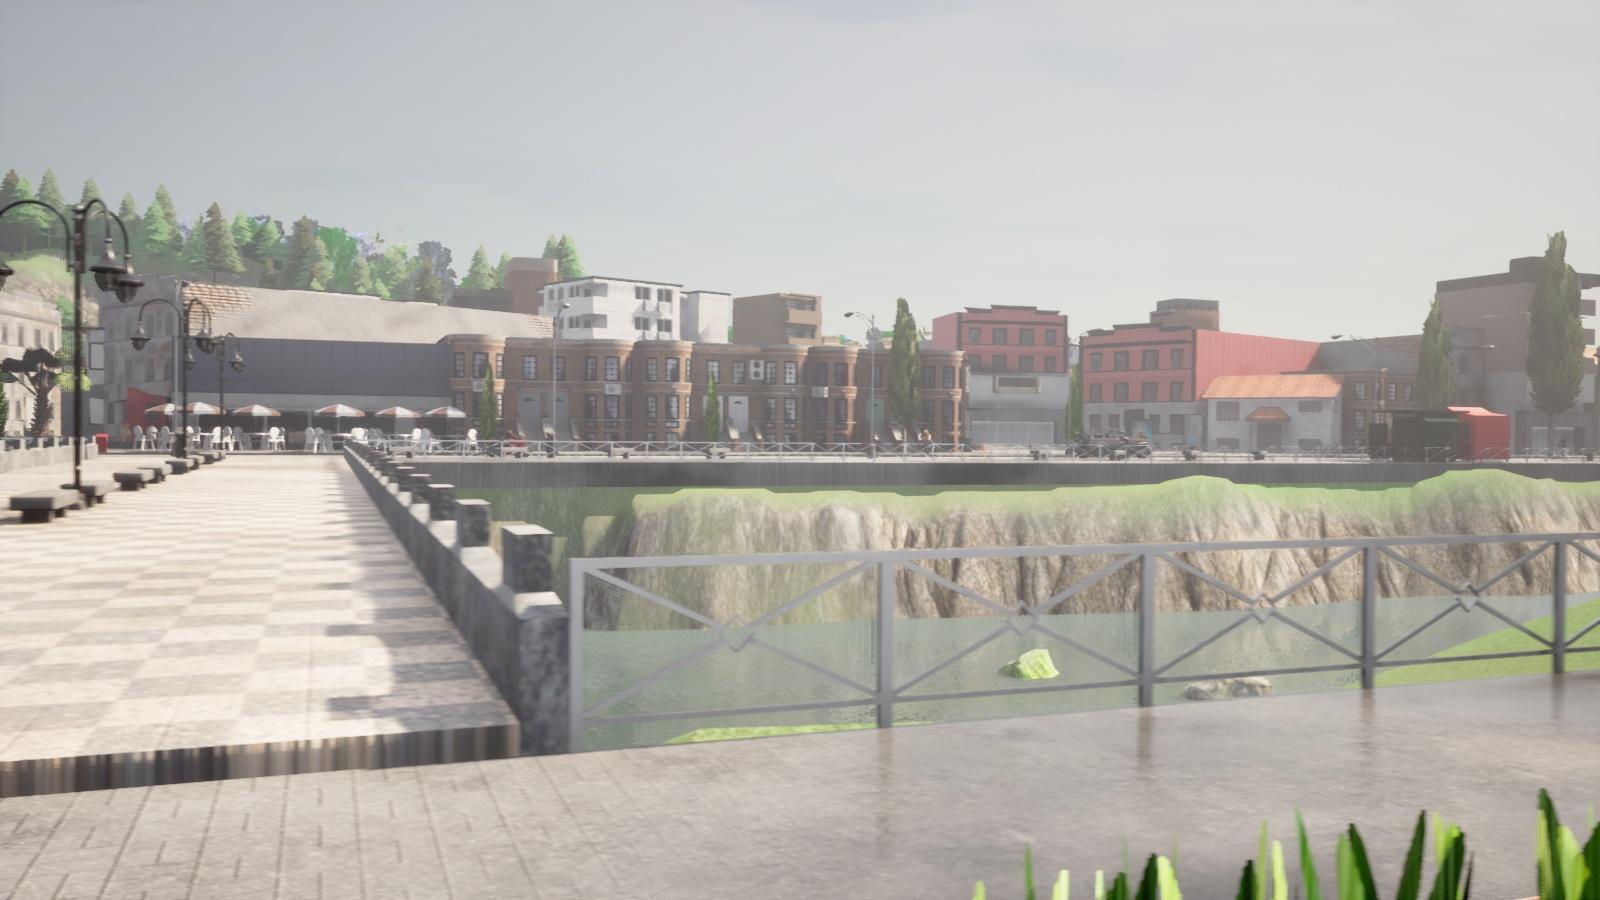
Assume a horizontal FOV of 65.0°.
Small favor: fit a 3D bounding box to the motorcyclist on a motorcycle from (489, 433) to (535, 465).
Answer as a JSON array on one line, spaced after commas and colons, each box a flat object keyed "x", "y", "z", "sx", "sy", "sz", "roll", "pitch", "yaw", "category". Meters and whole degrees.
[{"x": -13.816, "y": -0.051, "z": 60.227, "sx": 2.044, "sy": 1.523, "sz": 0.797, "roll": -1, "pitch": 1, "yaw": -21, "category": "motorcyclist on a motorcycle"}]

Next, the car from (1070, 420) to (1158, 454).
[{"x": 18.097, "y": -0.759, "z": 72.359, "sx": 4.605, "sy": 1.855, "sz": 1.932, "roll": -1, "pitch": 1, "yaw": -21, "category": "car"}]
